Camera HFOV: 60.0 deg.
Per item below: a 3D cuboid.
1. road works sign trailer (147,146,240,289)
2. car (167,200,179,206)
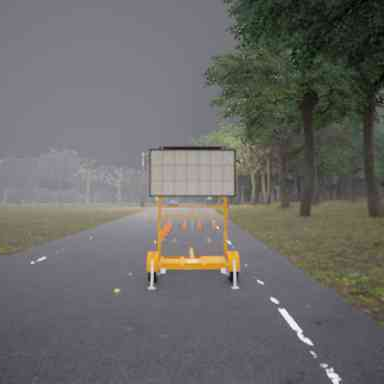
[{"bbox_3d":[0.011,0.537,9.339,2.380,3.560,2.880,0,0,-1],"label":"road works sign trailer"},{"bbox_3d":[-3.506,2.189,62.101,1.994,1.385,4.181,0,-1,0],"label":"car"}]
